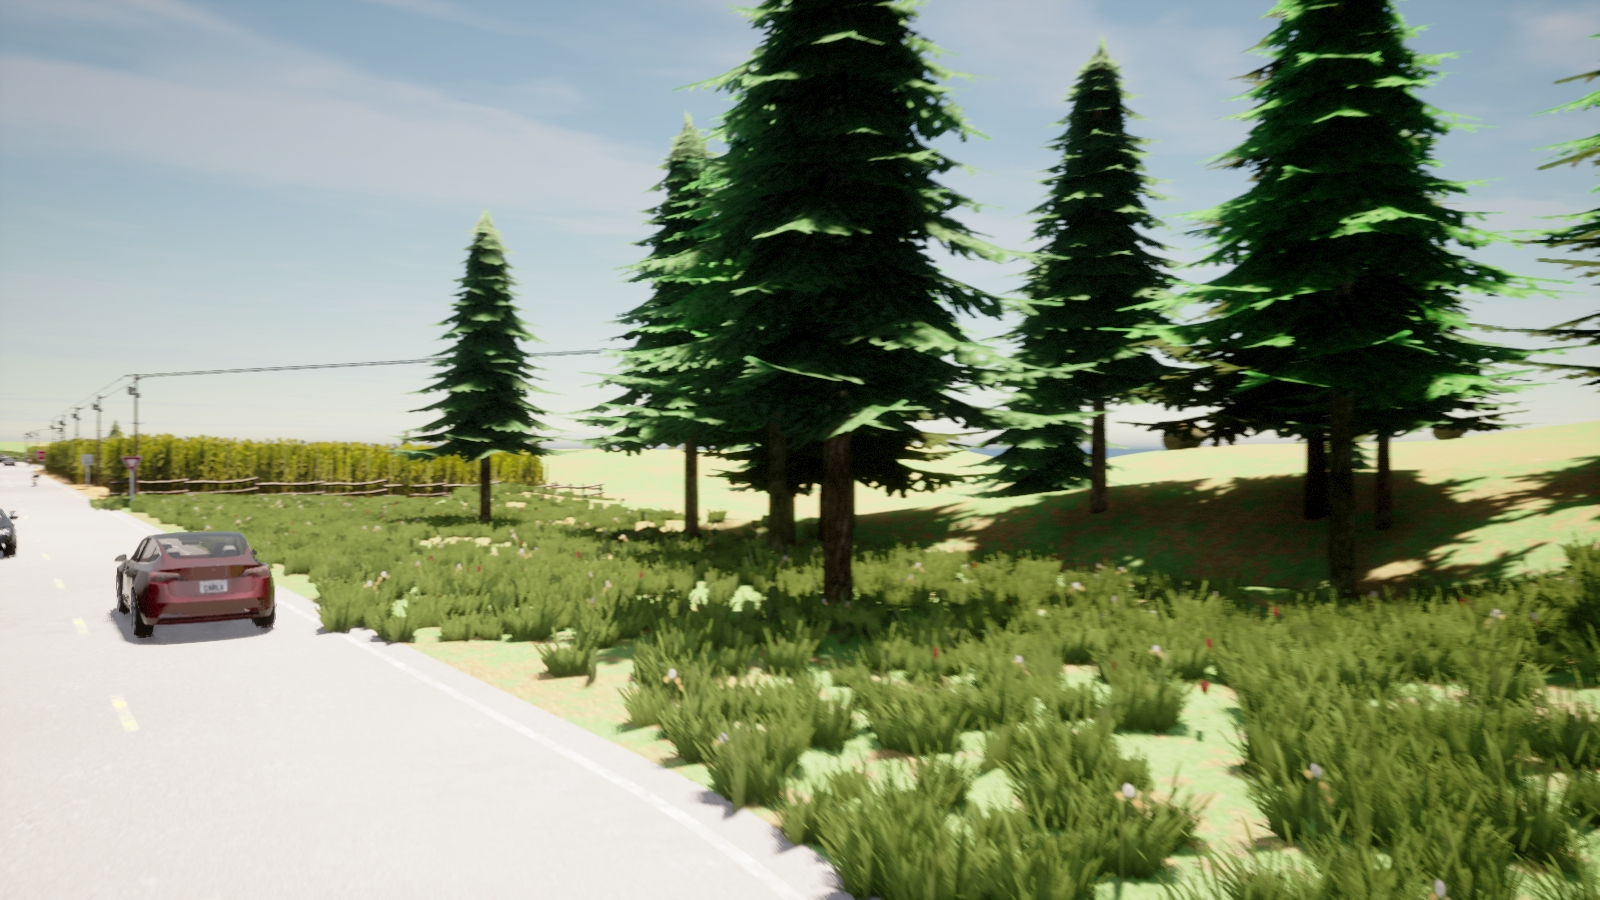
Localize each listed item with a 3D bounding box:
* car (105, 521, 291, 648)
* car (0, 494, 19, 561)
[{"bbox_3d":[-10.047,2.073,18.857,2.163,1.488,4.792,0,0,-35],"label":"car"},{"bbox_3d":[-22.406,2.060,30.895,2.038,1.542,4.974,0,0,-35],"label":"car"}]
